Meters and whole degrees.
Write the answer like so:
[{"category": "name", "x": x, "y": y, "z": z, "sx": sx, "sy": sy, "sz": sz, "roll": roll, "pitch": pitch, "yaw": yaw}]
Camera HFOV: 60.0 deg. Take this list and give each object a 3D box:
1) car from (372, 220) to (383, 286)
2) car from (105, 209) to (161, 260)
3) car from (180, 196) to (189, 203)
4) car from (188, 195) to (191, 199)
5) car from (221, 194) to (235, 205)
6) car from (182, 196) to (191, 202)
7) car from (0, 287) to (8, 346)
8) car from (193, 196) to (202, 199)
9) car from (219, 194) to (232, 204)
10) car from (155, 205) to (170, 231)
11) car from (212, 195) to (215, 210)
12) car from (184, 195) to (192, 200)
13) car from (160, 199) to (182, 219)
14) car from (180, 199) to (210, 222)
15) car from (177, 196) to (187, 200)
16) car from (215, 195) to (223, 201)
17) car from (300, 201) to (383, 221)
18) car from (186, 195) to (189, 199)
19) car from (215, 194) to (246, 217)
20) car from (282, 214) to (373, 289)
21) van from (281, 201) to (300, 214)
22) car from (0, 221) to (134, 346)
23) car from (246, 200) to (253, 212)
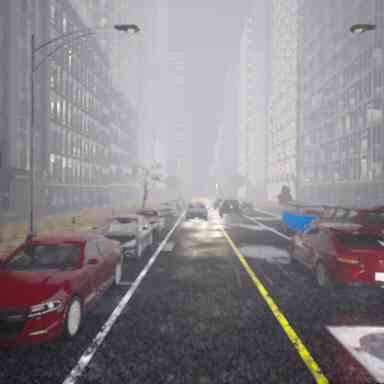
[{"category": "car", "x": 3.950, "y": 1.385, "z": 3.051, "sx": 2.097, "sy": 1.767, "sz": 4.553, "roll": 0, "pitch": 0, "yaw": 1}, {"category": "car", "x": -2.486, "y": 1.539, "z": 12.218, "sx": 2.008, "sy": 1.369, "sz": 4.403, "roll": 0, "pitch": 0, "yaw": 1}, {"category": "car", "x": -1.475, "y": 1.555, "z": 68.876, "sx": 1.752, "sy": 1.417, "sz": 4.829, "roll": 0, "pitch": 0, "yaw": 1}, {"category": "car", "x": -1.675, "y": 1.462, "z": 57.680, "sx": 1.967, "sy": 1.590, "sz": 4.097, "roll": 0, "pitch": 0, "yaw": 1}, {"category": "car", "x": 6.804, "y": 1.408, "z": 63.214, "sx": 2.192, "sy": 1.841, "sz": 5.009, "roll": 0, "pitch": 0, "yaw": 1}, {"category": "car", "x": -1.270, "y": 1.602, "z": 80.411, "sx": 1.947, "sy": 1.339, "sz": 4.313, "roll": 0, "pitch": 0, "yaw": 1}, {"category": "car", "x": -2.688, "y": 1.545, "z": 0.853, "sx": 1.947, "sy": 1.339, "sz": 4.313, "roll": 0, "pitch": 0, "yaw": 1}, {"category": "car", "x": 1.204, "y": 1.528, "z": 67.772, "sx": 1.882, "sy": 1.535, "sz": 5.008, "roll": 0, "pitch": 0, "yaw": 1}, {"category": "car", "x": 6.906, "y": 1.412, "z": 68.897, "sx": 2.192, "sy": 1.841, "sz": 5.009, "roll": 0, "pitch": 0, "yaw": 1}, {"category": "car", "x": -2.384, "y": 1.575, "z": 17.901, "sx": 1.802, "sy": 1.307, "sz": 4.206, "roll": 0, "pitch": 0, "yaw": 1}, {"category": "car", "x": 3.800, "y": 1.565, "z": 44.531, "sx": 1.837, "sy": 1.490, "sz": 4.892, "roll": 0, "pitch": 0, "yaw": 1}, {"category": "car", "x": -1.067, "y": 1.594, "z": 91.777, "sx": 2.008, "sy": 1.369, "sz": 4.403, "roll": 0, "pitch": 0, "yaw": 1}, {"category": "car", "x": -2.182, "y": 1.552, "z": 29.267, "sx": 2.008, "sy": 1.369, "sz": 4.403, "roll": 0, "pitch": 0, "yaw": 1}, {"category": "car", "x": 0.396, "y": 1.569, "z": 27.326, "sx": 2.033, "sy": 1.411, "sz": 5.357, "roll": 0, "pitch": 0, "yaw": 1}, {"category": "car", "x": -1.979, "y": 1.560, "z": 40.632, "sx": 2.008, "sy": 1.369, "sz": 4.403, "roll": 0, "pitch": 0, "yaw": 1}, {"category": "car", "x": 7.311, "y": 1.551, "z": 91.627, "sx": 1.967, "sy": 1.590, "sz": 4.097, "roll": 0, "pitch": 0, "yaw": 1}, {"category": "car", "x": 5.893, "y": 1.371, "z": 12.069, "sx": 2.192, "sy": 1.841, "sz": 5.009, "roll": 0, "pitch": 0, "yaw": 1}, {"category": "car", "x": -1.777, "y": 1.600, "z": 51.997, "sx": 1.802, "sy": 1.307, "sz": 4.206, "roll": 0, "pitch": 0, "yaw": 1}, {"category": "car", "x": 3.602, "y": 1.402, "z": 31.982, "sx": 2.097, "sy": 1.767, "sz": 4.553, "roll": 0, "pitch": 0, "yaw": 2}, {"category": "car", "x": 3.982, "y": 1.564, "z": 9.094, "sx": 1.812, "sy": 1.442, "sz": 4.674, "roll": 0, "pitch": 0, "yaw": 2}, {"category": "van", "x": 5.994, "y": 1.401, "z": 17.752, "sx": 1.690, "sy": 1.788, "sz": 3.998, "roll": 0, "pitch": 0, "yaw": 1}, {"category": "car", "x": -2.587, "y": 1.528, "z": 6.535, "sx": 1.887, "sy": 1.381, "sz": 4.507, "roll": 0, "pitch": 0, "yaw": 1}, {"category": "car", "x": 6.400, "y": 1.628, "z": 40.482, "sx": 2.008, "sy": 1.369, "sz": 4.403, "roll": 0, "pitch": 0, "yaw": 1}]
